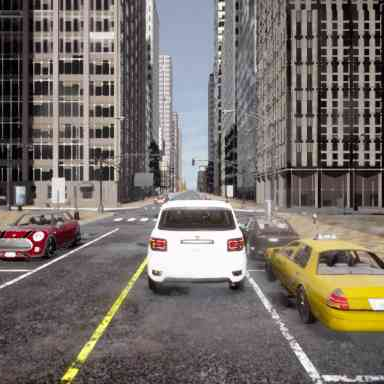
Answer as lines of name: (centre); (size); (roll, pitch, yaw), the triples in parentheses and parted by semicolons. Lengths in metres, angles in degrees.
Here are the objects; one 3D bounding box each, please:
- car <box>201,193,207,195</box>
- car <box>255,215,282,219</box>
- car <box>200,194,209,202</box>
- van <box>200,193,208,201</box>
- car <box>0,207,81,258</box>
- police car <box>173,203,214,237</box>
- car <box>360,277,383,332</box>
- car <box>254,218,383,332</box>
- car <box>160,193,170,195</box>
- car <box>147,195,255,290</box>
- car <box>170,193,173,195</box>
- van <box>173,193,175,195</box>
car: (2.836, 1.380, 61.685); (1.967, 1.590, 4.097); (0, 0, 0)
car: (2.702, 1.548, 12.425); (2.008, 1.369, 4.403); (0, 0, 0)
car: (2.748, 1.353, 73.053); (1.967, 1.590, 4.097); (0, 0, 0)
van: (2.753, 1.239, 78.738); (1.690, 1.788, 3.998); (0, 0, 0)
car: (-5.678, 1.437, 12.430); (1.967, 1.590, 4.097); (0, 0, 0)
police car: (0.111, 1.497, 19.132); (2.038, 1.542, 4.974); (0, 0, 1)
car: (2.693, 1.551, 1.086); (2.008, 1.369, 4.403); (0, 0, 0)
car: (2.697, 1.525, 6.927); (1.752, 1.417, 4.829); (0, 0, 0)
car: (-5.736, 1.380, 61.693); (1.967, 1.590, 4.097); (0, 0, 0)
car: (0.107, 1.220, 9.212); (2.150, 2.045, 5.566); (0, 0, 0)
car: (-5.665, 1.242, 67.378); (2.192, 1.841, 5.009); (0, 0, 0)
van: (-5.622, 1.225, 84.433); (1.690, 1.788, 3.998); (0, 0, 0)
